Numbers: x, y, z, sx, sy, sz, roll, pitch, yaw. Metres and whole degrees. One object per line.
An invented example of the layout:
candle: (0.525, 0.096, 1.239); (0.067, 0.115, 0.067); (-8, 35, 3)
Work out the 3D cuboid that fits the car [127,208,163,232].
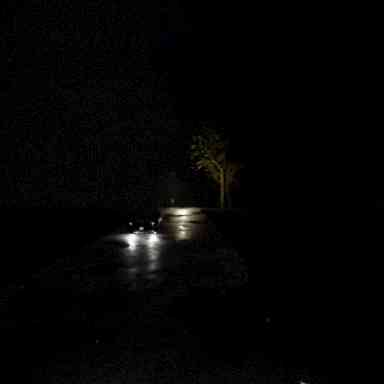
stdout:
car: (-2.932, 1.758, 21.864); (2.033, 1.411, 5.357); (0, -1, 0)
